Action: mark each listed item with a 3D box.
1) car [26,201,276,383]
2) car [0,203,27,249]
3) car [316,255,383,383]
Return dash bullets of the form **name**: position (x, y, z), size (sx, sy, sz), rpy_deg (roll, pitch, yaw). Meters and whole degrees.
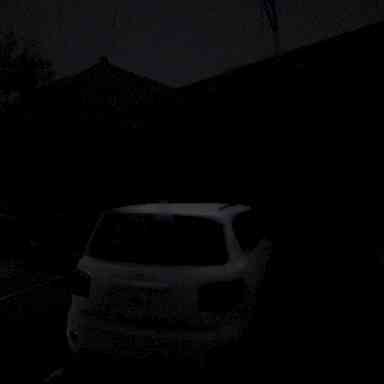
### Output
- **car**: position (0.199, 1.184, 5.858), size (2.435, 2.045, 5.566), rpy_deg (1, 0, 16)
- **car**: position (-7.178, 1.324, 11.109), size (2.231, 1.521, 4.892), rpy_deg (1, 0, 16)
- **car**: position (2.650, 1.513, 4.076), size (2.002, 1.452, 4.674), rpy_deg (1, 0, 16)
